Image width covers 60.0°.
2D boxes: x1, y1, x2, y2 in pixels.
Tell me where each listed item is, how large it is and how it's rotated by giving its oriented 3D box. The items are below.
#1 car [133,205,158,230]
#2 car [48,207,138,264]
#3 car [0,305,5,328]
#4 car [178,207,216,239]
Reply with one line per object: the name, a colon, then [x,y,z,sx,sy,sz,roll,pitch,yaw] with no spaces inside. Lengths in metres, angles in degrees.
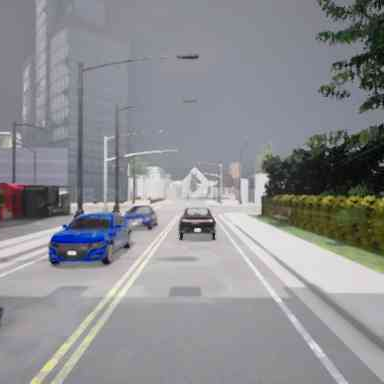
car: [-3.340,1.607,21.983,1.812,1.442,4.674,0,0,1]
car: [-3.470,1.519,12.181,1.882,1.535,5.008,0,0,1]
car: [-3.587,1.548,2.338,2.033,1.411,5.357,0,0,1]
car: [0.288,1.566,17.879,2.128,1.511,4.902,0,0,1]
